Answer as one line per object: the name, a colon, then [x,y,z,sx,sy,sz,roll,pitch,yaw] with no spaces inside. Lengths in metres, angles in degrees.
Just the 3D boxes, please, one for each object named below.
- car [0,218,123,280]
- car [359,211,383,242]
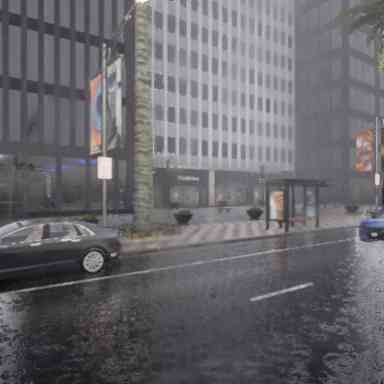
car: [-4.296,1.479,8.897,4.892,1.521,2.231,0,0,-35]
car: [9.508,1.457,15.033,5.008,1.535,1.882,0,0,-35]
